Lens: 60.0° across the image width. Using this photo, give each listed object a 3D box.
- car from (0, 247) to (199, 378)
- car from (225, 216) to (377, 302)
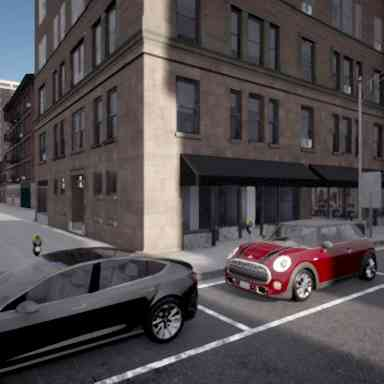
[{"bbox_3d":[-1.878,1.565,4.853,4.313,1.339,1.947,0,0,-36],"label":"car"},{"bbox_3d":[2.725,1.436,8.185,4.097,1.590,1.967,0,0,-36],"label":"car"}]
